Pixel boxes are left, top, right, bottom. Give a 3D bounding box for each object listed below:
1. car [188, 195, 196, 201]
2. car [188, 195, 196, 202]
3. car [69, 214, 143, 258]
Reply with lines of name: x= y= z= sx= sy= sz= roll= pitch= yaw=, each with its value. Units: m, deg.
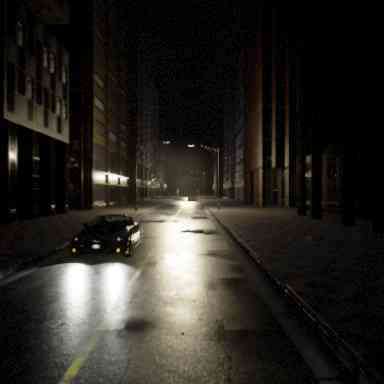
car: x=0.026 y=1.416 z=84.412 sx=1.994 sy=1.385 sz=4.181 roll=0 pitch=0 yaw=0
car: x=0.024 y=1.425 z=73.985 sx=1.882 sy=1.535 sz=5.008 roll=0 pitch=0 yaw=0
car: x=-3.077 y=1.558 z=12.652 sx=1.994 sy=1.385 sz=4.181 roll=0 pitch=0 yaw=0
